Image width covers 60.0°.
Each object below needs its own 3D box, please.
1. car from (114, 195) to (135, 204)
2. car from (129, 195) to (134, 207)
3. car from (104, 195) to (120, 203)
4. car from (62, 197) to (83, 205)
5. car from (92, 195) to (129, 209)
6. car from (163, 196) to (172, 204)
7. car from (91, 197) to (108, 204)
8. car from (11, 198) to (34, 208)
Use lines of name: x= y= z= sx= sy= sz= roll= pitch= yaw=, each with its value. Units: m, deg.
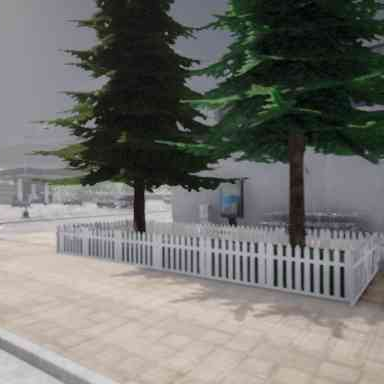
car: x=-15.069 y=1.607 z=73.639 sx=4.605 sy=1.855 sz=1.932 roll=-1 pitch=0 yaw=36
car: x=-10.397 y=1.426 z=50.526 sx=3.866 sy=1.878 sz=1.905 roll=-1 pitch=0 yaw=36
car: x=-19.494 y=1.659 z=80.927 sx=3.866 sy=1.878 sz=1.905 roll=-1 pitch=0 yaw=36
car: x=-22.975 y=1.815 z=63.987 sx=4.514 sy=1.523 sz=2.007 roll=-1 pitch=0 yaw=36
car: x=-11.774 y=1.443 z=47.934 sx=4.605 sy=1.855 sz=1.932 roll=-1 pitch=0 yaw=36
car: x=-2.864 y=1.502 z=60.868 sx=5.027 sy=1.636 sz=2.152 roll=-1 pitch=0 yaw=36
car: x=-21.943 y=1.949 z=78.598 sx=3.806 sy=1.475 sz=1.970 roll=-1 pitch=0 yaw=36
car: x=-28.892 y=1.838 z=55.934 sx=3.633 sy=1.501 sz=1.845 roll=-1 pitch=0 yaw=36
